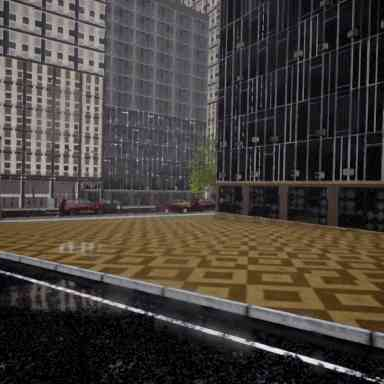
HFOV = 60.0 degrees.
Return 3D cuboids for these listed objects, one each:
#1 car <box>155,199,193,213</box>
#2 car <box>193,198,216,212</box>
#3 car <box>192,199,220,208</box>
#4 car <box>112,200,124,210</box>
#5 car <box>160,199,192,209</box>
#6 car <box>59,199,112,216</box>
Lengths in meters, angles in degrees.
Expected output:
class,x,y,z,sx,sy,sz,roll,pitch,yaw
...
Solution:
class,x,y,z,sx,sy,sz,roll,pitch,yaw
car,-2.540,1.967,42.714,4.507,1.381,1.887,1,1,-34
car,2.142,1.783,45.913,5.009,1.841,2.192,1,1,-34
car,2.363,1.874,55.621,4.313,1.339,1.947,1,1,-34
car,-11.668,1.721,46.011,4.403,1.369,2.008,1,1,-34
car,-2.454,1.786,52.321,4.829,1.417,1.752,1,1,-34
car,-11.889,1.646,36.303,5.009,1.841,2.192,1,1,-34
